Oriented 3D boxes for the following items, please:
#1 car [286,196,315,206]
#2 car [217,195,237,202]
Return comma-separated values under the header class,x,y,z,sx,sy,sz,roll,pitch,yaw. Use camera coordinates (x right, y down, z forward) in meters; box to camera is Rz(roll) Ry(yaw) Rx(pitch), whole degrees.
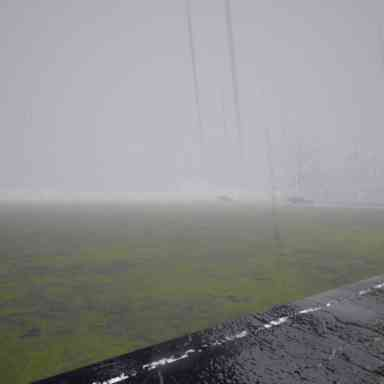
class,x,y,z,sx,sy,sz,roll,pitch,yaw
car,17.718,1.395,54.258,1.837,1.490,4.892,0,0,-36
car,7.176,1.379,69.087,2.128,1.511,4.902,0,0,-36
